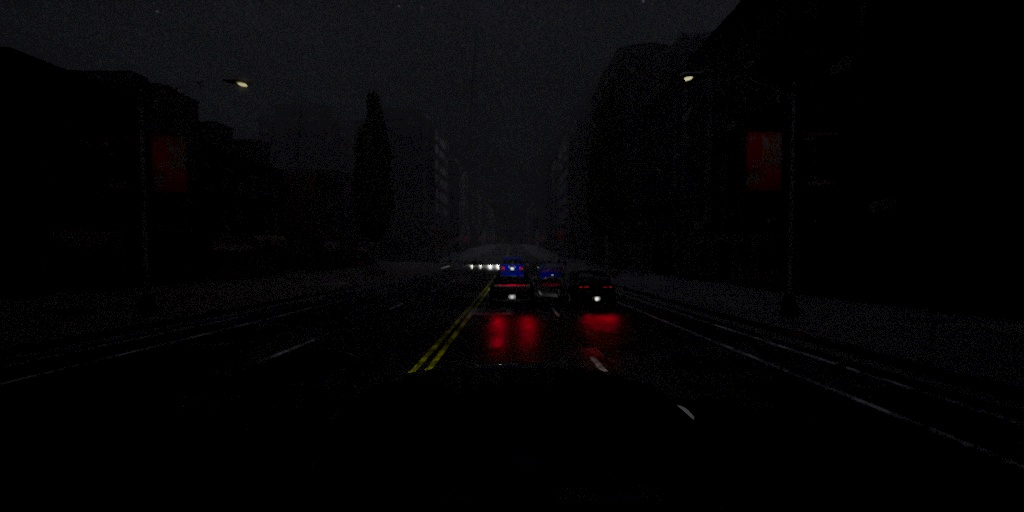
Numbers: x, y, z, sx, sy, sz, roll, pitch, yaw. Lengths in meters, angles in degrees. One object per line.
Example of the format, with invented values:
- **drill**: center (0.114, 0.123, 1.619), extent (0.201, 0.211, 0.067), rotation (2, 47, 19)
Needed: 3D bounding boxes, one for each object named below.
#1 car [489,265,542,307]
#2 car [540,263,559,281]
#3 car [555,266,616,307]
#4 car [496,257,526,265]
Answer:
- **car**: center (0.011, 1.363, 16.135), extent (2.128, 1.511, 4.902), rotation (0, 0, 0)
- **car**: center (3.271, 1.357, 31.314), extent (1.882, 1.535, 5.008), rotation (0, 0, 0)
- **car**: center (3.262, 1.378, 16.141), extent (1.837, 1.490, 4.892), rotation (0, 0, 0)
- **car**: center (0.015, 1.097, 30.860), extent (2.150, 2.045, 5.566), rotation (0, 0, 0)
